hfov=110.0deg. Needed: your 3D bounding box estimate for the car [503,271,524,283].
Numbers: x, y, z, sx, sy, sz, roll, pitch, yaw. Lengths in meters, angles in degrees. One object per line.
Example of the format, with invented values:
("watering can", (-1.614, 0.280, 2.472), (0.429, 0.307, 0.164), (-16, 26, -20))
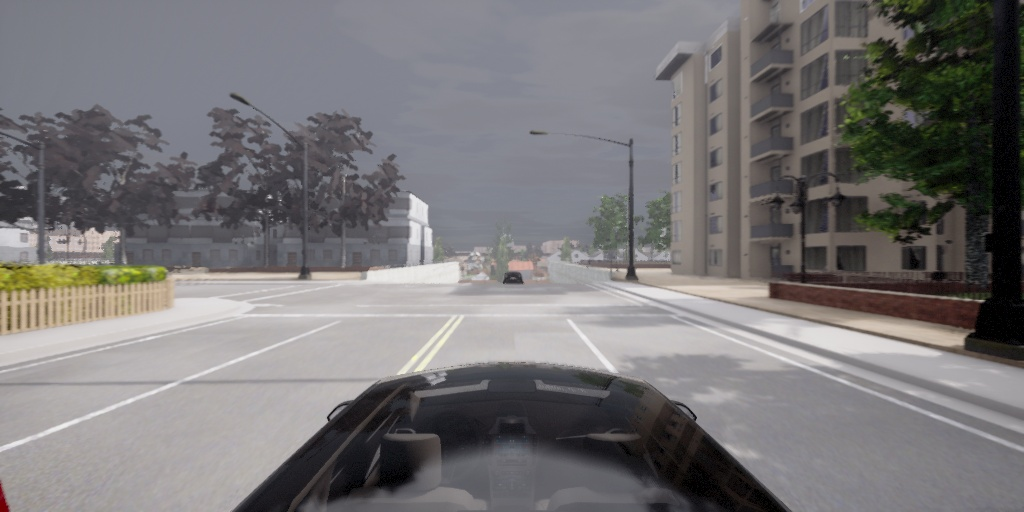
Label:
("car", (0.118, 2.258, 35.219), (1.882, 1.535, 5.008), (0, -10, 0))
